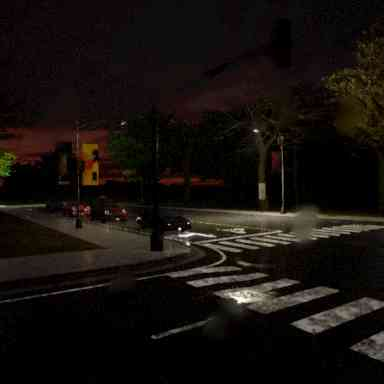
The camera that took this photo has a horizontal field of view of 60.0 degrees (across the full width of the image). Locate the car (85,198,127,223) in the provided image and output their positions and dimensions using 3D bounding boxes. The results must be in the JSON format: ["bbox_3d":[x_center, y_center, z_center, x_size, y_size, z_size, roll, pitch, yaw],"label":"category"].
[{"bbox_3d":[-7.534,1.715,29.771,2.097,1.767,4.553,-1,0,-35],"label":"car"}]

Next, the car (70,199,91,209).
[{"bbox_3d":[-19.701,2.076,58.659,2.033,1.411,5.357,-1,0,-35],"label":"car"}]

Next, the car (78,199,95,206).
[{"bbox_3d":[-21.197,2.097,66.637,1.994,1.385,4.181,-1,0,-35],"label":"car"}]

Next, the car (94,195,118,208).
[{"bbox_3d":[-15.082,1.649,57.891,2.150,2.045,5.566,-1,0,-35],"label":"car"}]

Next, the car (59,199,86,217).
[{"bbox_3d":[-13.142,1.810,37.792,2.097,1.767,4.553,-1,0,-35],"label":"car"}]

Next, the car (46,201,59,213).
[{"bbox_3d":[-18.897,2.034,46.097,1.882,1.535,5.008,-1,0,-35],"label":"car"}]

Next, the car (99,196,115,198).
[{"bbox_3d":[-13.840,1.780,50.347,2.097,1.767,4.553,-1,0,-35],"label":"car"}]

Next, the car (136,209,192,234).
[{"bbox_3d":[-2.038,1.817,22.018,2.033,1.411,5.357,-1,0,-29],"label":"car"}]
